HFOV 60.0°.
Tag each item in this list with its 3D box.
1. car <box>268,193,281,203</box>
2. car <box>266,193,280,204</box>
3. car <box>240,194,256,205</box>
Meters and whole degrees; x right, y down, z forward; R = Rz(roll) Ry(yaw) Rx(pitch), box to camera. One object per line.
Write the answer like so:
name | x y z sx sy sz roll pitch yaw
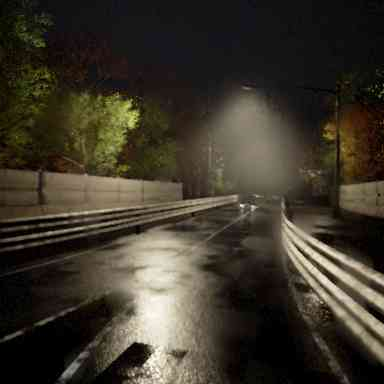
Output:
car | 15.522 1.023 62.493 2.097 1.767 4.553 1 0 15
car | 12.889 1.248 52.948 1.895 1.301 4.718 1 0 15
car | 8.281 1.108 48.688 1.837 1.490 4.892 1 0 16
